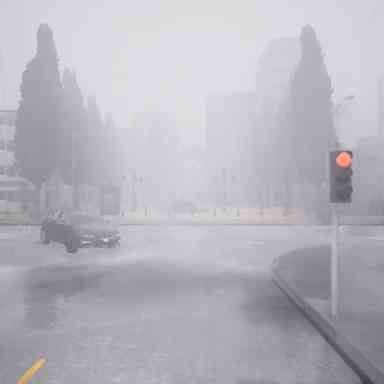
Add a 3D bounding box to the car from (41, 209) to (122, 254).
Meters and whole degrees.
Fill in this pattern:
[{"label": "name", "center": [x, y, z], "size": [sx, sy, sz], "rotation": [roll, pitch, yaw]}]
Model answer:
[{"label": "car", "center": [-4.681, 1.507, 13.753], "size": [1.837, 1.490, 4.892], "rotation": [5, -3, -42]}]
